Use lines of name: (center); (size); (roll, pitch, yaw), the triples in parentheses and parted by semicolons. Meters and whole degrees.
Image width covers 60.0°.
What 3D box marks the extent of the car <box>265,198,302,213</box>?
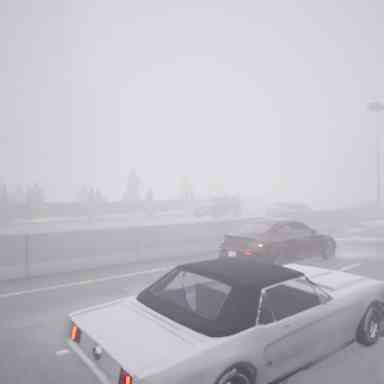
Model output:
car: (8.903, 1.654, 32.923); (1.837, 1.490, 4.892); (0, 0, 36)

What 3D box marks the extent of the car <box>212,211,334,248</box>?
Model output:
car: (2.870, 1.561, 10.812); (4.674, 1.442, 1.812); (0, 0, -41)

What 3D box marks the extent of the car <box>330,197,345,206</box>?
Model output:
car: (26.763, 1.725, 61.381); (2.097, 1.767, 4.553); (0, -1, 16)

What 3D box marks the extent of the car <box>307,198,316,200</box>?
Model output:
car: (25.112, 1.976, 69.953); (1.837, 1.490, 4.892); (0, -1, 12)

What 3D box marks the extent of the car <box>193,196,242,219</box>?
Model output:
car: (2.492, 1.361, 30.432); (2.150, 2.045, 5.566); (0, 0, 40)

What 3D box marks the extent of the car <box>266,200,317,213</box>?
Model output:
car: (8.013, 1.610, 26.204); (1.837, 1.490, 4.892); (0, 0, 40)

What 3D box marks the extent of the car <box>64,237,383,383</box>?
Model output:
car: (0.894, 1.616, 4.630); (4.718, 1.301, 1.895); (0, 0, -38)
